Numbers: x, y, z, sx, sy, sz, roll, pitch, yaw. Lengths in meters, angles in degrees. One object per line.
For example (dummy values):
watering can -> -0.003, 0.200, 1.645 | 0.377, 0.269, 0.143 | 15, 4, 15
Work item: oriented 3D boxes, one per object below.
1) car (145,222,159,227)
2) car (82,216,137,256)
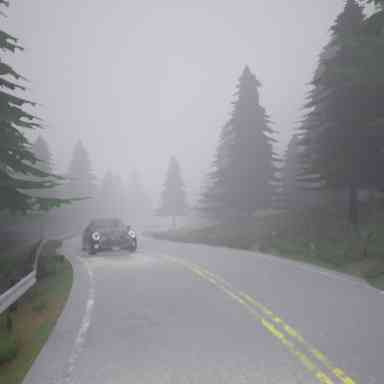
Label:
car -> -7.770, 6.540, 64.650 | 1.994, 1.385, 4.181 | -1, -5, 9
car -> -4.209, 2.074, 16.555 | 2.097, 1.767, 4.553 | -1, -5, -24
